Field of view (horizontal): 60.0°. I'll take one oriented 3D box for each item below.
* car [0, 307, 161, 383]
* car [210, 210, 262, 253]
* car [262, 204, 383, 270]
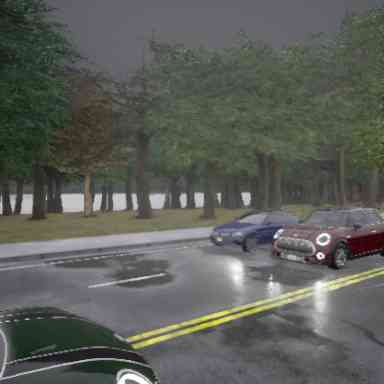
[{"bbox_3d":[-2.319,1.355,1.782,4.553,1.767,2.097,0,0,-36],"label":"car"},{"bbox_3d":[2.913,1.491,13.734,4.674,1.442,1.812,0,0,-35],"label":"car"},{"bbox_3d":[4.759,1.318,11.056,4.553,1.767,2.097,0,0,-35],"label":"car"}]
